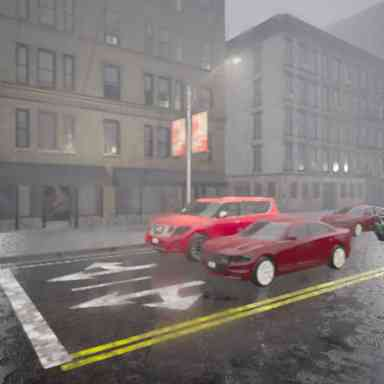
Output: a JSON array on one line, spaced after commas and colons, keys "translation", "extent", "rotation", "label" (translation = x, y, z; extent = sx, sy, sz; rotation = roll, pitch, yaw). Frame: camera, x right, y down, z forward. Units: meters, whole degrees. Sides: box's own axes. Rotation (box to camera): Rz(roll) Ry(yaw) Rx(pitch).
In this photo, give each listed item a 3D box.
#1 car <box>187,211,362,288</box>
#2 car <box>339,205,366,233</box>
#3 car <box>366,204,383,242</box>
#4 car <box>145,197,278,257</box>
[{"translation": [2.519, 1.471, 9.457], "extent": [5.008, 1.535, 1.882], "rotation": [0, 0, -35], "label": "car"}, {"translation": [9.031, 1.462, 18.086], "extent": [5.008, 1.535, 1.882], "rotation": [0, 0, -35], "label": "car"}, {"translation": [10.618, 1.206, 15.223], "extent": [5.566, 2.045, 2.150], "rotation": [0, 0, -35], "label": "car"}, {"translation": [1.029, 1.214, 12.401], "extent": [5.566, 2.045, 2.150], "rotation": [0, 0, -37], "label": "car"}]
